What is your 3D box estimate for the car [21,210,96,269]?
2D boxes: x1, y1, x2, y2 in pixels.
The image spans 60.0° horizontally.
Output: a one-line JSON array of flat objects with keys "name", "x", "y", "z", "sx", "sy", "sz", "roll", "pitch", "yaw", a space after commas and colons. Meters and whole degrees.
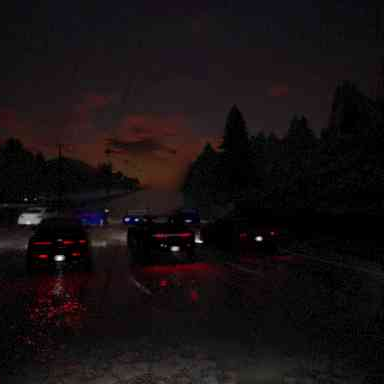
[{"name": "car", "x": -4.588, "y": 1.633, "z": 11.784, "sx": 1.837, "sy": 1.490, "sz": 4.892, "roll": 0, "pitch": 0, "yaw": -20}]

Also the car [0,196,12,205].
[{"name": "car", "x": -34.801, "y": 1.540, "z": 62.319, "sx": 1.837, "sy": 1.490, "sz": 4.892, "roll": 0, "pitch": 1, "yaw": -4}]

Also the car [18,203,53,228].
[{"name": "car", "x": -10.846, "y": 1.774, "z": 23.962, "sx": 1.812, "sy": 1.442, "sz": 4.674, "roll": 0, "pitch": 0, "yaw": -5}]

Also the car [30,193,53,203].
[{"name": "car", "x": -27.819, "y": 1.302, "z": 62.845, "sx": 2.150, "sy": 2.045, "sz": 5.566, "roll": 0, "pitch": 1, "yaw": -4}]

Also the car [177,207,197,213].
[{"name": "car", "x": -0.419, "y": 1.838, "z": 25.223, "sx": 1.812, "sy": 1.442, "sz": 4.674, "roll": 0, "pitch": 0, "yaw": -5}]

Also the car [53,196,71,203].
[{"name": "car", "x": -24.347, "y": 1.620, "z": 63.291, "sx": 1.812, "sy": 1.442, "sz": 4.674, "roll": 0, "pitch": 1, "yaw": -4}]

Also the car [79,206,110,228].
[{"name": "car", "x": -7.394, "y": 1.750, "z": 24.726, "sx": 1.882, "sy": 1.535, "sz": 5.008, "roll": 0, "pitch": 0, "yaw": -5}]

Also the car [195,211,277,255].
[{"name": "car", "x": 1.869, "y": 1.760, "z": 14.513, "sx": 1.994, "sy": 1.385, "sz": 4.181, "roll": 1, "pitch": -1, "yaw": -20}]

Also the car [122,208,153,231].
[{"name": "car", "x": -3.849, "y": 1.886, "z": 24.165, "sx": 1.895, "sy": 1.301, "sz": 4.718, "roll": 0, "pitch": 0, "yaw": -5}]

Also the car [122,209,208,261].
[{"name": "car", "x": -1.362, "y": 1.654, "z": 13.148, "sx": 2.128, "sy": 1.511, "sz": 4.902, "roll": 1, "pitch": -1, "yaw": -20}]

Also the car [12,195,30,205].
[{"name": "car", "x": -31.312, "y": 1.414, "z": 62.607, "sx": 2.097, "sy": 1.767, "sz": 4.553, "roll": 0, "pitch": 1, "yaw": -4}]
